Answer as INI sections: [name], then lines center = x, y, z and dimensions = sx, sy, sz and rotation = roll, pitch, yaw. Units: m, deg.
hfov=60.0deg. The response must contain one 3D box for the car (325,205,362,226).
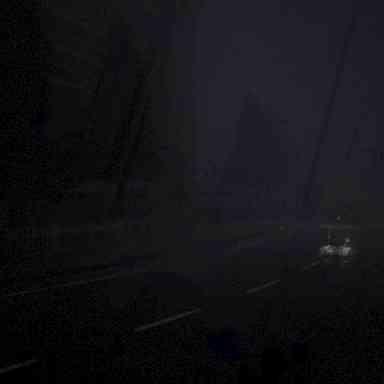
[car]
center = 11.085, 1.620, 24.240
dimensions = 1.994, 1.385, 4.181
rotation = 0, 0, 34
